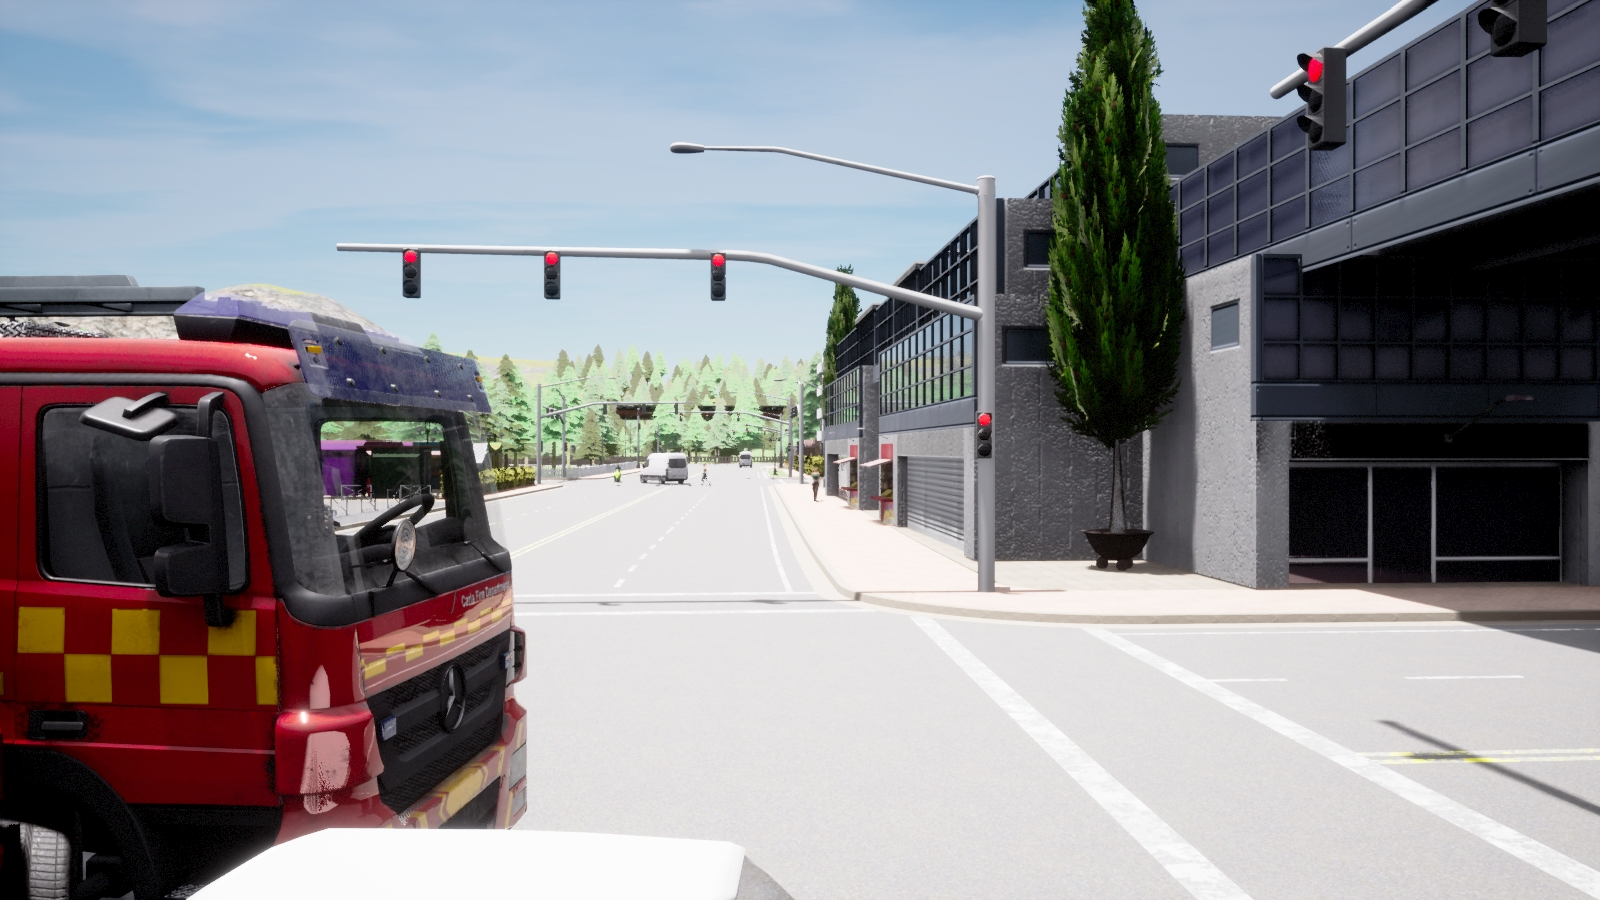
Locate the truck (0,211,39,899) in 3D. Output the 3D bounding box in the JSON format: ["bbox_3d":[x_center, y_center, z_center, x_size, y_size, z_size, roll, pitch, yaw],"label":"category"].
[{"bbox_3d":[-7.587,0.890,3.490,8.468,3.827,2.891,0,0,-3],"label":"truck"}]

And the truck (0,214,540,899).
[{"bbox_3d":[-6.102,0.890,6.659,8.468,3.827,2.891,0,0,4],"label":"truck"}]

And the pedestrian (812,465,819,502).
[{"bbox_3d":[0.793,1.696,57.871,0.375,1.860,0.375,0,0,0],"label":"pedestrian"}]

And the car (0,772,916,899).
[{"bbox_3d":[-1.549,2.065,3.579,3.806,1.475,1.970,0,0,5],"label":"car"}]
